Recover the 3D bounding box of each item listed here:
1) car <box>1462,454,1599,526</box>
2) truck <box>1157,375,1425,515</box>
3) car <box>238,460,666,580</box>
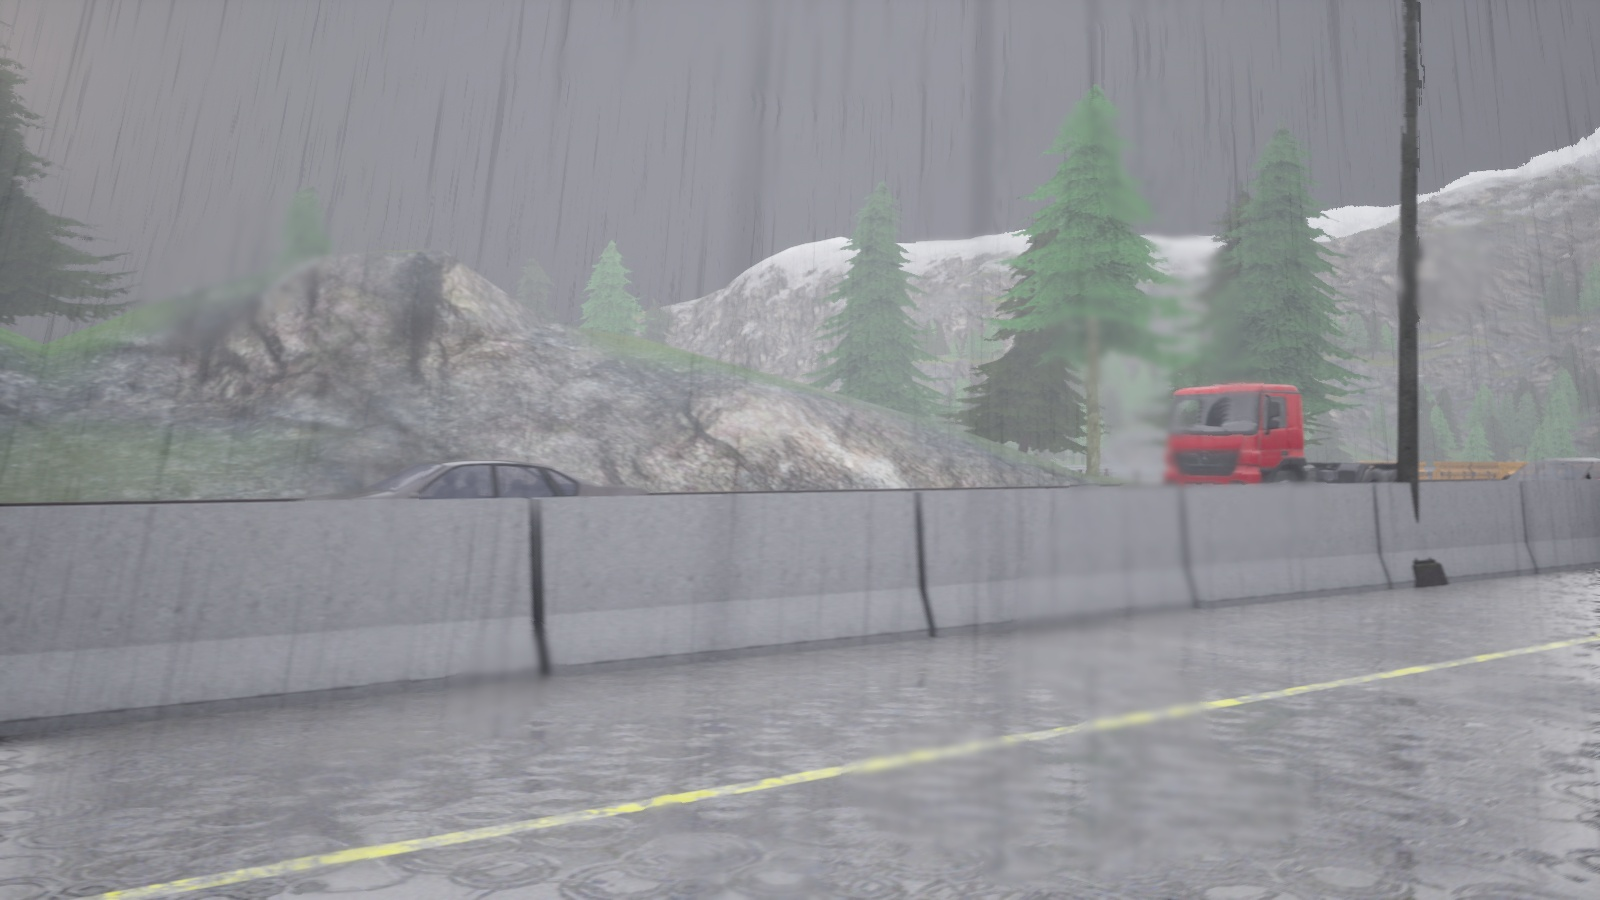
[{"bbox_3d":[17.374,0.845,28.543,4.792,1.488,2.163,0,0,-35],"label":"car"},{"bbox_3d":[13.594,-0.113,34.480,7.936,3.462,2.891,0,0,-35],"label":"truck"},{"bbox_3d":[-4.713,0.858,17.435,5.357,1.411,2.033,0,0,-35],"label":"car"}]
